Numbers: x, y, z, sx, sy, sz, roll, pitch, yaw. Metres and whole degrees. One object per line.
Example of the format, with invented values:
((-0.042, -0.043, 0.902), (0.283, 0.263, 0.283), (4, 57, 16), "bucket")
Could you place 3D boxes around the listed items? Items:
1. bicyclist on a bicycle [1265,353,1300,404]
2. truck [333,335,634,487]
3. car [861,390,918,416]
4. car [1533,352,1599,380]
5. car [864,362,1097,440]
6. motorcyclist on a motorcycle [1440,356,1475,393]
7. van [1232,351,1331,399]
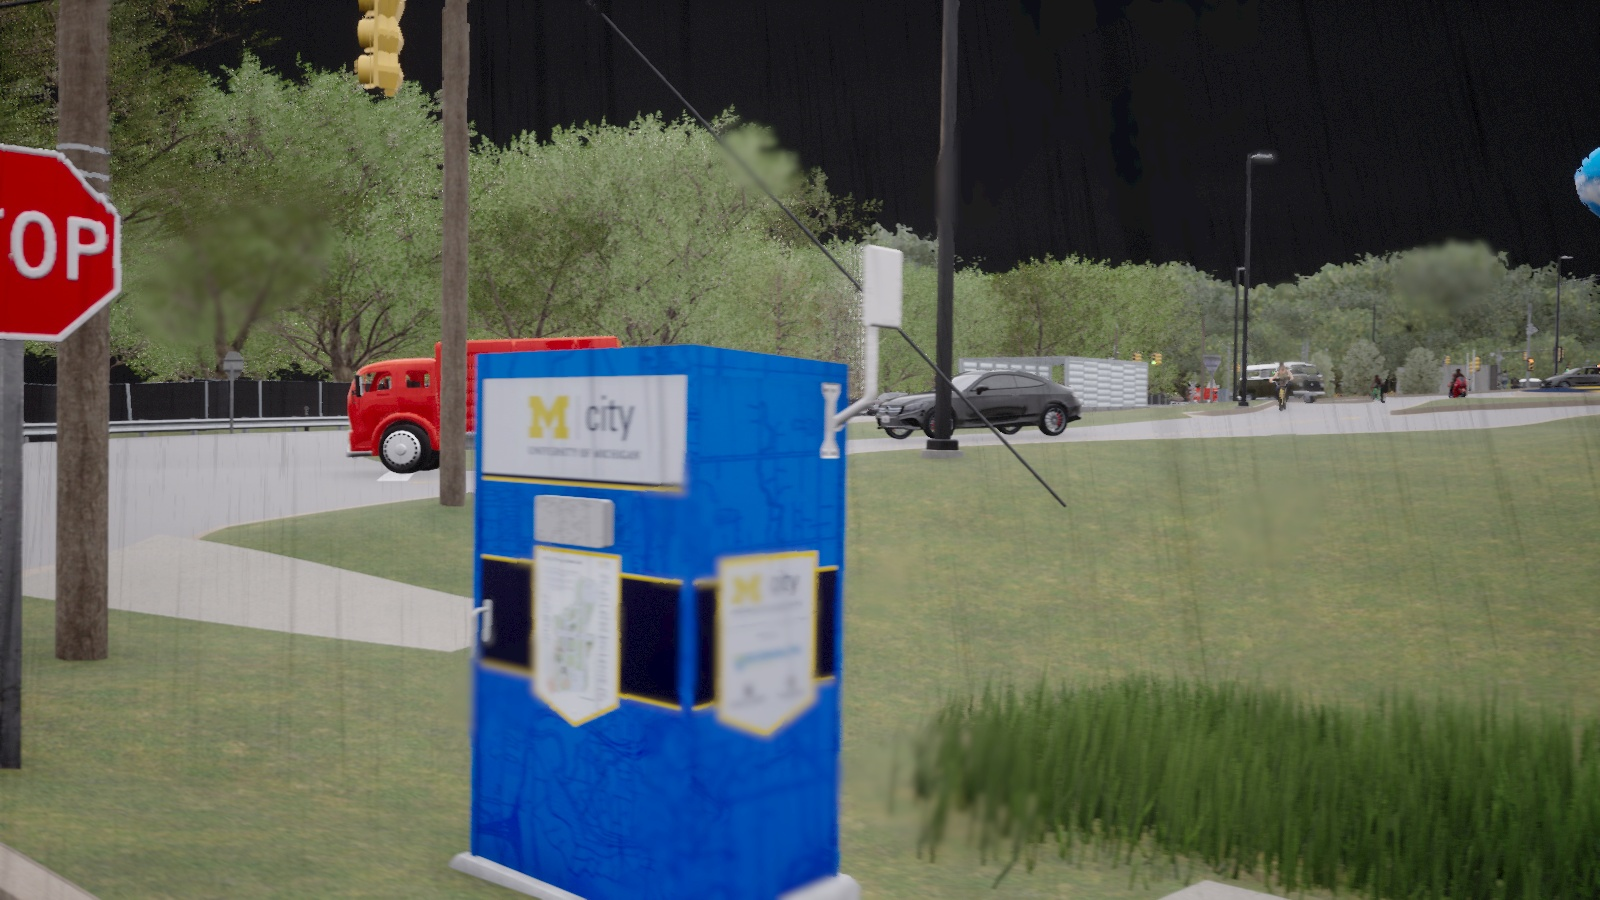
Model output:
((15.892, -2.354, 41.348), (0.866, 1.612, 1.509), (-1, 3, 28), "bicyclist on a bicycle")
((-5.986, -0.758, 24.481), (5.204, 2.467, 2.627), (-4, 1, -5), "truck")
((5.952, -3.149, 82.974), (2.033, 1.649, 4.856), (0, 3, 26), "car")
((44.909, -4.856, 72.367), (4.193, 1.474, 1.816), (-2, 1, 7), "car")
((3.875, -1.059, 26.865), (4.674, 1.442, 1.812), (-4, 3, -26), "car")
((28.053, -3.229, 53.595), (0.797, 1.523, 2.044), (-2, 3, 12), "motorcyclist on a motorcycle")
((23.389, -3.624, 61.155), (2.069, 2.038, 4.480), (-2, 1, -19), "van")
